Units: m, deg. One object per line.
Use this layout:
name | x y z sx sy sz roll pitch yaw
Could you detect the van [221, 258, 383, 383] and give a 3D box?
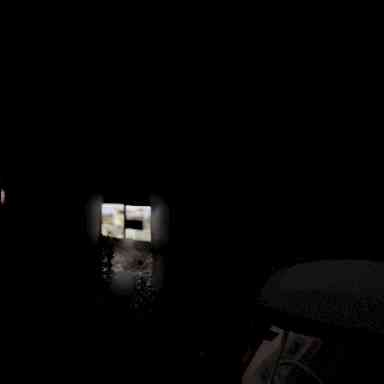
van | 1.941 1.341 1.337 3.998 1.788 1.690 0 0 35
